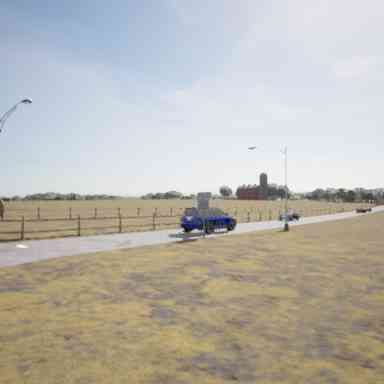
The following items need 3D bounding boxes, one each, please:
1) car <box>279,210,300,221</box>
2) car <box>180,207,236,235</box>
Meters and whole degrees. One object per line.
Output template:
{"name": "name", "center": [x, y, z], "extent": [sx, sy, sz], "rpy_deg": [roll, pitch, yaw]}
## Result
{"name": "car", "center": [14.542, 3.501, 49.572], "extent": [2.128, 1.511, 4.902], "rpy_deg": [-2, -3, 35]}
{"name": "car", "center": [1.339, 2.178, 26.035], "extent": [2.150, 2.045, 5.566], "rpy_deg": [-2, -3, 35]}
